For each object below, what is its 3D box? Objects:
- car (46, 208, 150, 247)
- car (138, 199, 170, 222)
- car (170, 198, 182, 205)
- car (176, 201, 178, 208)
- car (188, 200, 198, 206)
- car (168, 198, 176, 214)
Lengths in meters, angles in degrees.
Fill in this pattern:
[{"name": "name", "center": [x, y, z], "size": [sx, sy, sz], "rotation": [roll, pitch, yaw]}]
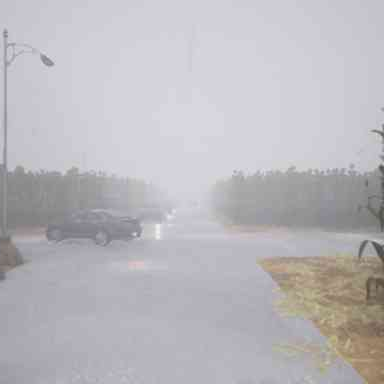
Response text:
[{"name": "car", "center": [-4.643, 1.595, 15.545], "size": [4.892, 1.490, 1.837], "rotation": [-1, -4, 28]}, {"name": "car", "center": [-3.221, 1.595, 27.386], "size": [1.837, 1.490, 4.892], "rotation": [0, 0, 2]}, {"name": "car", "center": [-3.033, 1.795, 63.877], "size": [2.033, 1.411, 5.357], "rotation": [0, -1, 0]}, {"name": "car", "center": [-3.134, 1.691, 48.578], "size": [2.128, 1.511, 4.902], "rotation": [0, -1, 0]}, {"name": "car", "center": [0.170, 2.161, 65.569], "size": [1.895, 1.301, 4.718], "rotation": [0, -1, 0]}, {"name": "car", "center": [-3.157, 1.579, 37.453], "size": [1.882, 1.535, 5.008], "rotation": [0, 0, 0]}]
